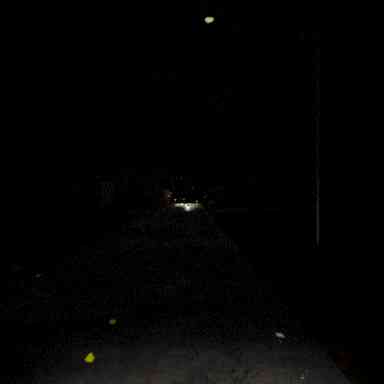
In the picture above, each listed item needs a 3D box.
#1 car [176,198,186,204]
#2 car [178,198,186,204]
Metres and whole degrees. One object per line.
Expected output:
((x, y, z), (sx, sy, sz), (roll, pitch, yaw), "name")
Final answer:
((-2.733, 2.152, 77.869), (1.994, 1.385, 4.181), (0, -1, 0), "car")
((-2.730, 2.529, 92.693), (2.128, 1.511, 4.902), (0, -2, 0), "car")
